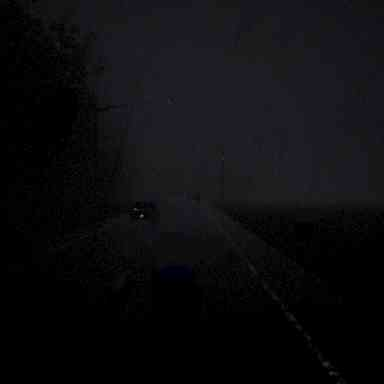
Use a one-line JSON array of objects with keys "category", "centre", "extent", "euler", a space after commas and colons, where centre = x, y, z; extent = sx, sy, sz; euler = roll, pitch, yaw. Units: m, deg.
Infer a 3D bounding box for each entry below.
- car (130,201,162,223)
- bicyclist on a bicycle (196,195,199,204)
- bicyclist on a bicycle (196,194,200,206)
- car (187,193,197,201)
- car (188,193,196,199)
[{"category": "car", "centre": [-3.401, 1.411, 25.033], "extent": [2.128, 1.511, 4.902], "euler": [0, 0, 0]}, {"category": "bicyclist on a bicycle", "centre": [0.963, 1.268, 57.658], "extent": [0.582, 1.620, 1.656], "euler": [0, 0, 0]}, {"category": "bicyclist on a bicycle", "centre": [0.963, 1.213, 48.873], "extent": [0.659, 1.776, 1.843], "euler": [0, 0, 0]}, {"category": "car", "centre": [0.002, 1.118, 72.955], "extent": [2.097, 1.767, 4.553], "euler": [0, 0, 0]}, {"category": "car", "centre": [-0.001, 1.089, 84.155], "extent": [1.837, 1.490, 4.892], "euler": [0, 0, 0]}]
